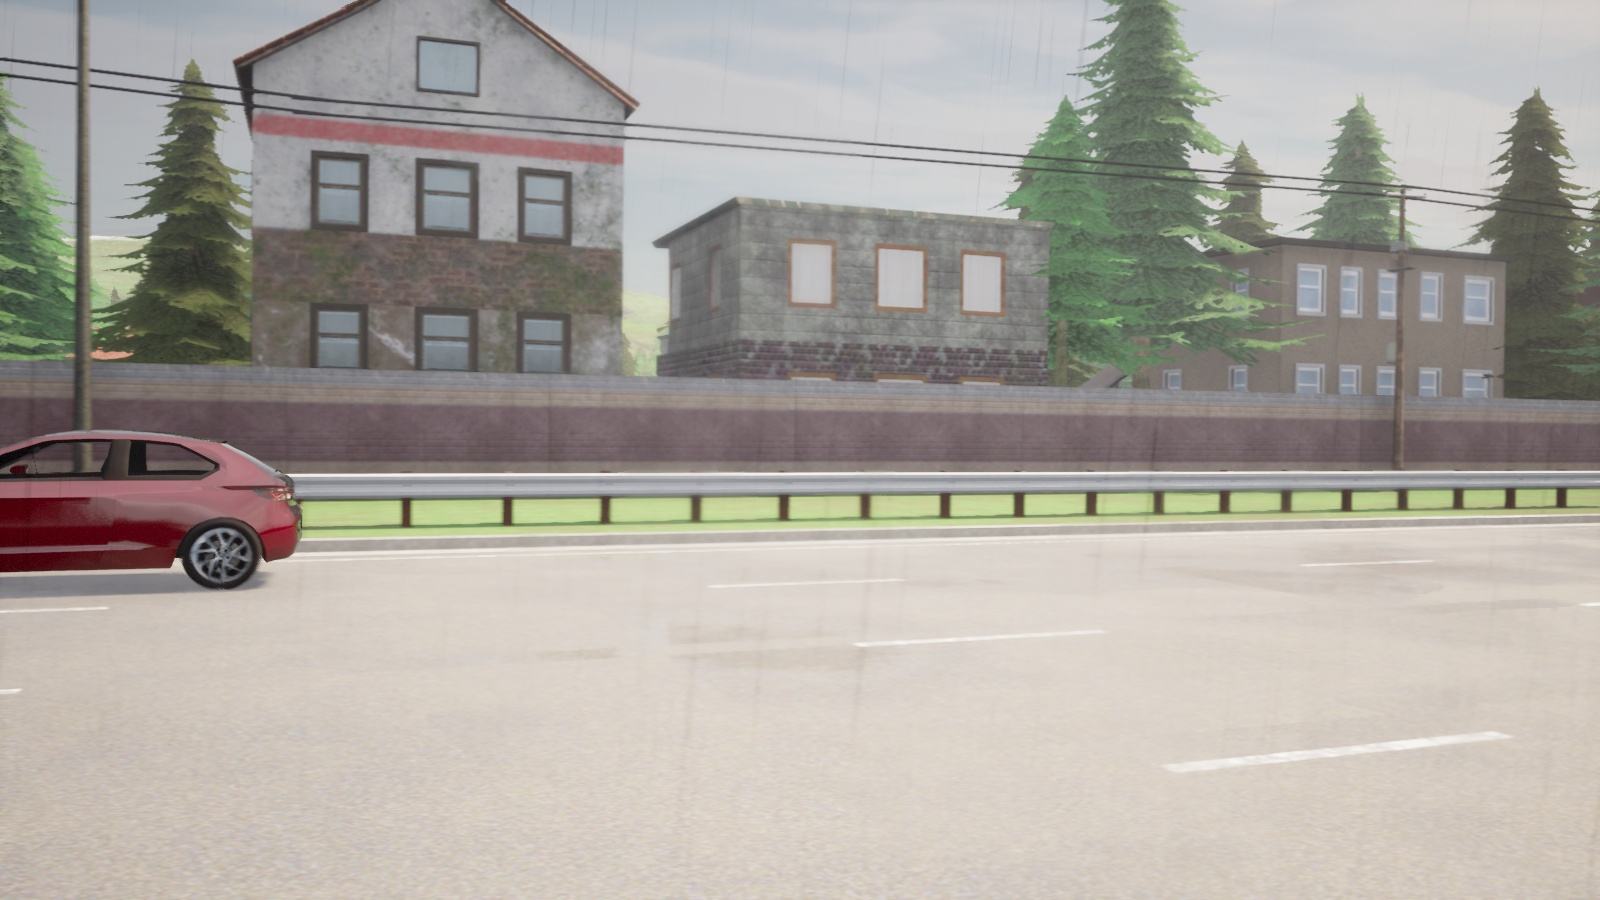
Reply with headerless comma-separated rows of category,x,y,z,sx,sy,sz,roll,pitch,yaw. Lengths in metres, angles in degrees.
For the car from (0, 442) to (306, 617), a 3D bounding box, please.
car,-6.933,0.694,11.839,4.193,1.474,1.816,-1,1,-21
